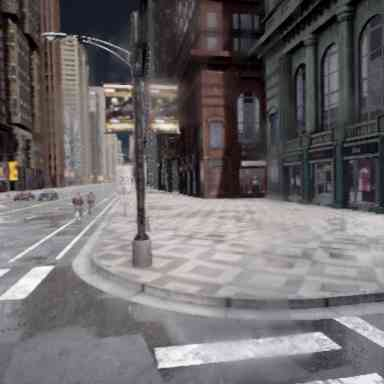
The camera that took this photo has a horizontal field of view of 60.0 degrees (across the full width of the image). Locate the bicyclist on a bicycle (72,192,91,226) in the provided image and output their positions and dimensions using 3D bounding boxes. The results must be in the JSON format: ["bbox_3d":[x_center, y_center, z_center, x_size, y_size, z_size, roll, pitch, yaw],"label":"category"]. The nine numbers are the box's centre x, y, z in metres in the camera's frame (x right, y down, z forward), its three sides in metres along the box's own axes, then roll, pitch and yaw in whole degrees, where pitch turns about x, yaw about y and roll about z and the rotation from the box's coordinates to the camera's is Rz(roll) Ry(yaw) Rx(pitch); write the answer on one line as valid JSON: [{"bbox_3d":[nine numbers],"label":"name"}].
[{"bbox_3d":[-5.997,0.856,17.673,0.659,1.776,1.843,-2,2,-10],"label":"bicyclist on a bicycle"}]

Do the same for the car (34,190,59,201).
[{"bbox_3d":[-20.286,0.441,47.339,2.033,1.411,5.357,-2,2,-10],"label":"car"}]

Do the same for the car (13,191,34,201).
[{"bbox_3d":[-23.482,0.554,46.761,1.994,1.385,4.181,-2,2,-10],"label":"car"}]

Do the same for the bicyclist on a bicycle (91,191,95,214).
[{"bbox_3d":[-6.983,0.793,23.088,0.582,1.620,1.656,-2,1,-10],"label":"bicyclist on a bicycle"}]
